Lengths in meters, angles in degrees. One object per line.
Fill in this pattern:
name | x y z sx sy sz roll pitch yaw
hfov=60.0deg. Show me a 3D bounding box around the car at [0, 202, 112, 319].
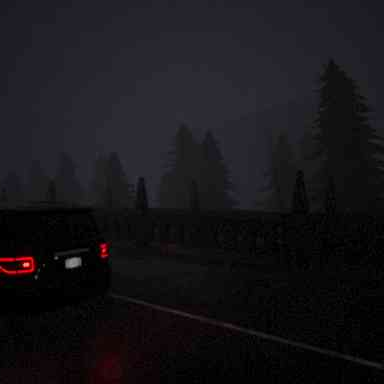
car | -4.090 1.227 6.906 5.566 2.045 2.150 0 0 35
